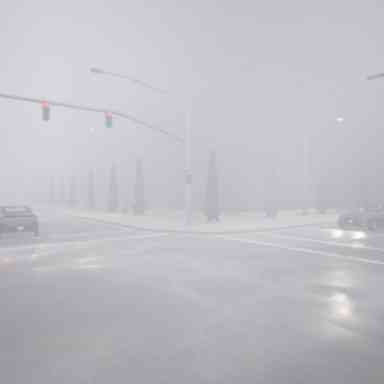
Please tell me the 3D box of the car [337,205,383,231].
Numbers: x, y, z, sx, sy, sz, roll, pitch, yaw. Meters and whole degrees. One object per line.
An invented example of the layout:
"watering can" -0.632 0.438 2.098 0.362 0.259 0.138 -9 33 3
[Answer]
"car" 10.700 1.495 20.226 4.181 1.385 1.994 0 0 -35

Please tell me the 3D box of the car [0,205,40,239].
"car" -9.297 1.451 17.332 2.128 1.511 4.902 0 0 -35
